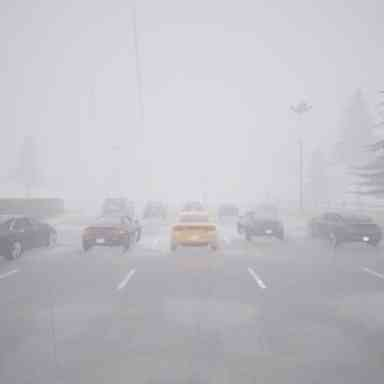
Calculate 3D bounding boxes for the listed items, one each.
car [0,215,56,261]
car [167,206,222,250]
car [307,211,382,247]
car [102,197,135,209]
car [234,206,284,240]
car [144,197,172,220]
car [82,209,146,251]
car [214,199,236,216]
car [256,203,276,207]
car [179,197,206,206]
[{"bbox_3d":[-6.909,1.632,12.785,1.837,1.490,4.892,0,0,0],"label":"car"},{"bbox_3d":[0.094,1.626,15.157,1.882,1.535,5.008,0,-1,0],"label":"car"},{"bbox_3d":[7.095,1.663,15.989,1.837,1.490,4.892,0,0,0],"label":"car"},{"bbox_3d":[-6.903,1.530,31.566,2.150,2.045,5.566,0,-1,0],"label":"car"},{"bbox_3d":[3.585,1.701,17.860,1.812,1.442,4.674,0,-1,0],"label":"car"},{"bbox_3d":[-3.405,1.666,32.110,2.097,1.767,4.553,0,-1,0],"label":"car"},{"bbox_3d":[-3.409,1.670,14.692,1.812,1.442,4.674,0,-1,0],"label":"car"},{"bbox_3d":[3.597,1.809,33.955,1.882,1.535,5.008,0,-1,0],"label":"car"},{"bbox_3d":[7.096,1.822,32.467,1.837,1.490,4.892,0,-1,0],"label":"car"},{"bbox_3d":[0.095,1.666,32.126,2.097,1.767,4.553,0,-1,0],"label":"car"}]
